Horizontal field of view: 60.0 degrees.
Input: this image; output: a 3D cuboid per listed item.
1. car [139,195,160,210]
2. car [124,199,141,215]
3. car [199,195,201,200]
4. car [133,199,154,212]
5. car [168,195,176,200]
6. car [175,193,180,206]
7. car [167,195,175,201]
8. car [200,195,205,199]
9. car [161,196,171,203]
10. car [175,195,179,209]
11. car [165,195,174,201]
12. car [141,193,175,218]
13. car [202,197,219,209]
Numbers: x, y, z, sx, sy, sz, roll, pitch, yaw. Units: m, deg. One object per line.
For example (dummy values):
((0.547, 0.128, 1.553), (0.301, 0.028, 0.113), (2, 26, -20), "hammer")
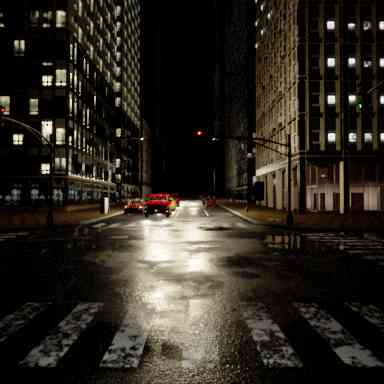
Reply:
((-5.625, 1.332, 44.907), (2.192, 1.841, 5.009), (1, 0, 0), "car")
((-5.639, 1.453, 33.757), (1.967, 1.590, 4.097), (1, 0, 0), "car")
((2.768, 1.589, 61.693), (1.947, 1.339, 4.313), (1, 0, 0), "car")
((-5.636, 1.597, 39.332), (1.802, 1.307, 4.206), (1, 0, 0), "car")
((-5.578, 1.604, 95.083), (1.947, 1.339, 4.313), (1, 0, 0), "car")
((-3.037, 1.241, 52.012), (2.150, 2.045, 5.566), (0, 0, 0), "car")
((-5.583, 1.586, 89.508), (2.008, 1.369, 4.403), (1, 0, 0), "car")
((2.763, 1.547, 56.286), (1.752, 1.417, 4.829), (1, 0, 0), "car")
((-5.600, 1.573, 72.783), (1.887, 1.381, 4.507), (1, 0, 0), "car")
((-3.055, 1.493, 41.514), (1.882, 1.535, 5.008), (0, 0, 0), "car")
((-5.589, 1.578, 83.933), (1.887, 1.381, 4.507), (1, 0, 0), "car")
((-3.062, 1.233, 31.086), (2.150, 2.045, 5.566), (0, 0, 0), "car")
((2.750, 1.599, 44.960), (1.802, 1.307, 4.206), (1, 0, 0), "car")
